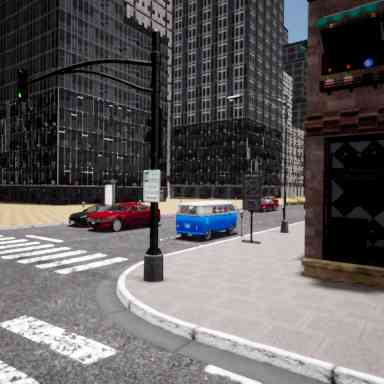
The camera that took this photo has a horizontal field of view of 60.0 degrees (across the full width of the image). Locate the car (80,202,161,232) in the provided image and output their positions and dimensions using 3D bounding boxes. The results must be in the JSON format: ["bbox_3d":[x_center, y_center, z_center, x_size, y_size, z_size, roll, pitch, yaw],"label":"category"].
[{"bbox_3d":[-3.974,1.417,20.209,1.882,1.535,5.008,1,1,34],"label":"car"}]

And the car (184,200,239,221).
[{"bbox_3d":[1.779,1.468,28.268,2.033,1.411,5.357,1,1,36],"label":"car"}]

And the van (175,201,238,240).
[{"bbox_3d":[0.862,1.367,17.019,1.690,1.788,3.998,1,1,36],"label":"van"}]

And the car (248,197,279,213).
[{"bbox_3d":[7.777,1.504,36.660,1.895,1.301,4.718,1,1,36],"label":"car"}]

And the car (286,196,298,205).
[{"bbox_3d":[16.446,1.362,53.271,1.752,1.417,4.829,1,1,36],"label":"car"}]

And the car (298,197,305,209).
[{"bbox_3d":[15.654,1.428,42.299,2.128,1.511,4.902,1,1,36],"label":"car"}]

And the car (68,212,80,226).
[{"bbox_3d":[-5.961,1.465,21.892,1.947,1.339,4.313,1,1,36],"label":"car"}]
